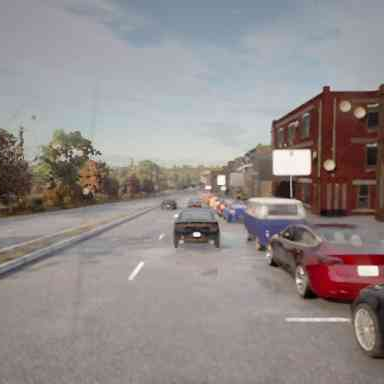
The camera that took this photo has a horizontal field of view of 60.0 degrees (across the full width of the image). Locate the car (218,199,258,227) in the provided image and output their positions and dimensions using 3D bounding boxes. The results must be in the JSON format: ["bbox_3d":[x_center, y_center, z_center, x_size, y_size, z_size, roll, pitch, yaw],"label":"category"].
[{"bbox_3d":[3.371,1.495,25.035,2.002,1.452,4.674,0,0,0],"label":"car"}]

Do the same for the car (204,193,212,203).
[{"bbox_3d":[3.538,1.174,52.690,2.435,2.045,5.566,0,0,0],"label":"car"}]

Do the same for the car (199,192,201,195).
[{"bbox_3d":[3.739,1.390,85.806,2.231,1.521,4.892,0,0,0],"label":"car"}]

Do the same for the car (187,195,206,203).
[{"bbox_3d":[0.352,1.500,43.520,2.033,1.411,5.357,0,0,0],"label":"car"}]

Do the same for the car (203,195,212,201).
[{"bbox_3d":[3.707,1.435,80.285,2.002,1.452,4.674,0,0,0],"label":"car"}]

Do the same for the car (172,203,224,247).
[{"bbox_3d":[0.190,1.461,15.095,1.882,1.535,5.008,0,0,0],"label":"car"}]

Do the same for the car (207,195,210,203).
[{"bbox_3d":[3.473,1.438,41.732,2.231,1.521,4.892,0,0,0],"label":"car"}]

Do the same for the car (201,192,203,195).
[{"bbox_3d":[3.640,1.281,69.332,2.185,1.767,4.553,0,0,0],"label":"car"}]

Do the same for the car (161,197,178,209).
[{"bbox_3d":[-2.900,1.455,43.252,1.837,1.490,4.892,0,0,0],"label":"car"}]

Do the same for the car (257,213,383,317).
[{"bbox_3d":[3.271,1.503,8.492,2.163,1.488,4.792,0,0,0],"label":"car"}]

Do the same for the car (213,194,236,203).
[{"bbox_3d":[3.404,1.323,30.656,2.185,1.767,4.553,0,0,0],"label":"car"}]

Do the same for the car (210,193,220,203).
[{"bbox_3d":[3.438,1.317,36.181,2.185,1.767,4.553,0,0,0],"label":"car"}]
